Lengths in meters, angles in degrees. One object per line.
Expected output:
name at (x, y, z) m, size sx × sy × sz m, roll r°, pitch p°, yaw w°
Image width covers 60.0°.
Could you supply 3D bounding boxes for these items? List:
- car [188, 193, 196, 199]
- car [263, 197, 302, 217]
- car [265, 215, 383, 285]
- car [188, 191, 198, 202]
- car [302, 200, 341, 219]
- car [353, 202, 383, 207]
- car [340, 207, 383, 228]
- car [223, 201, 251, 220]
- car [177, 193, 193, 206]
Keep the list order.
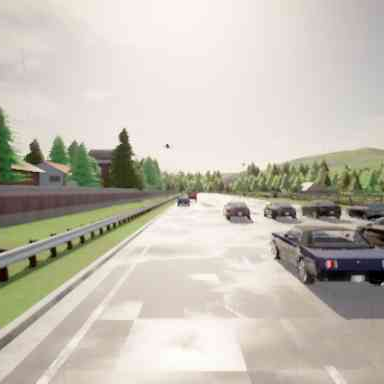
car at (-0.014, 1.088, 84.720) m, size 2.128 × 1.511 × 4.902 m, roll 0°, pitch 0°, yaw 0°
car at (7.083, 1.435, 27.015) m, size 1.812 × 1.442 × 4.674 m, roll 0°, pitch 0°, yaw 0°
car at (3.581, 1.569, 9.368) m, size 1.895 × 1.301 × 4.718 m, roll 0°, pitch 0°, yaw 0°
car at (-0.011, 0.895, 68.580) m, size 2.150 × 2.045 × 5.566 m, roll 0°, pitch 0°, yaw 0°
car at (10.584, 1.385, 27.591) m, size 1.882 × 1.535 × 5.008 m, roll 0°, pitch 0°, yaw 0°
car at (14.082, 1.475, 26.548) m, size 1.994 × 1.385 × 4.181 m, roll 0°, pitch 0°, yaw 0°
car at (7.083, 1.455, 10.819) m, size 2.128 × 1.511 × 4.902 m, roll 0°, pitch 0°, yaw 0°
car at (3.584, 1.435, 27.000) m, size 1.812 × 1.442 × 4.674 m, roll 0°, pitch 0°, yaw 0°
car at (-1.235, 1.308, 50.774) m, size 1.882 × 1.535 × 5.008 m, roll 0°, pitch 0°, yaw 0°
